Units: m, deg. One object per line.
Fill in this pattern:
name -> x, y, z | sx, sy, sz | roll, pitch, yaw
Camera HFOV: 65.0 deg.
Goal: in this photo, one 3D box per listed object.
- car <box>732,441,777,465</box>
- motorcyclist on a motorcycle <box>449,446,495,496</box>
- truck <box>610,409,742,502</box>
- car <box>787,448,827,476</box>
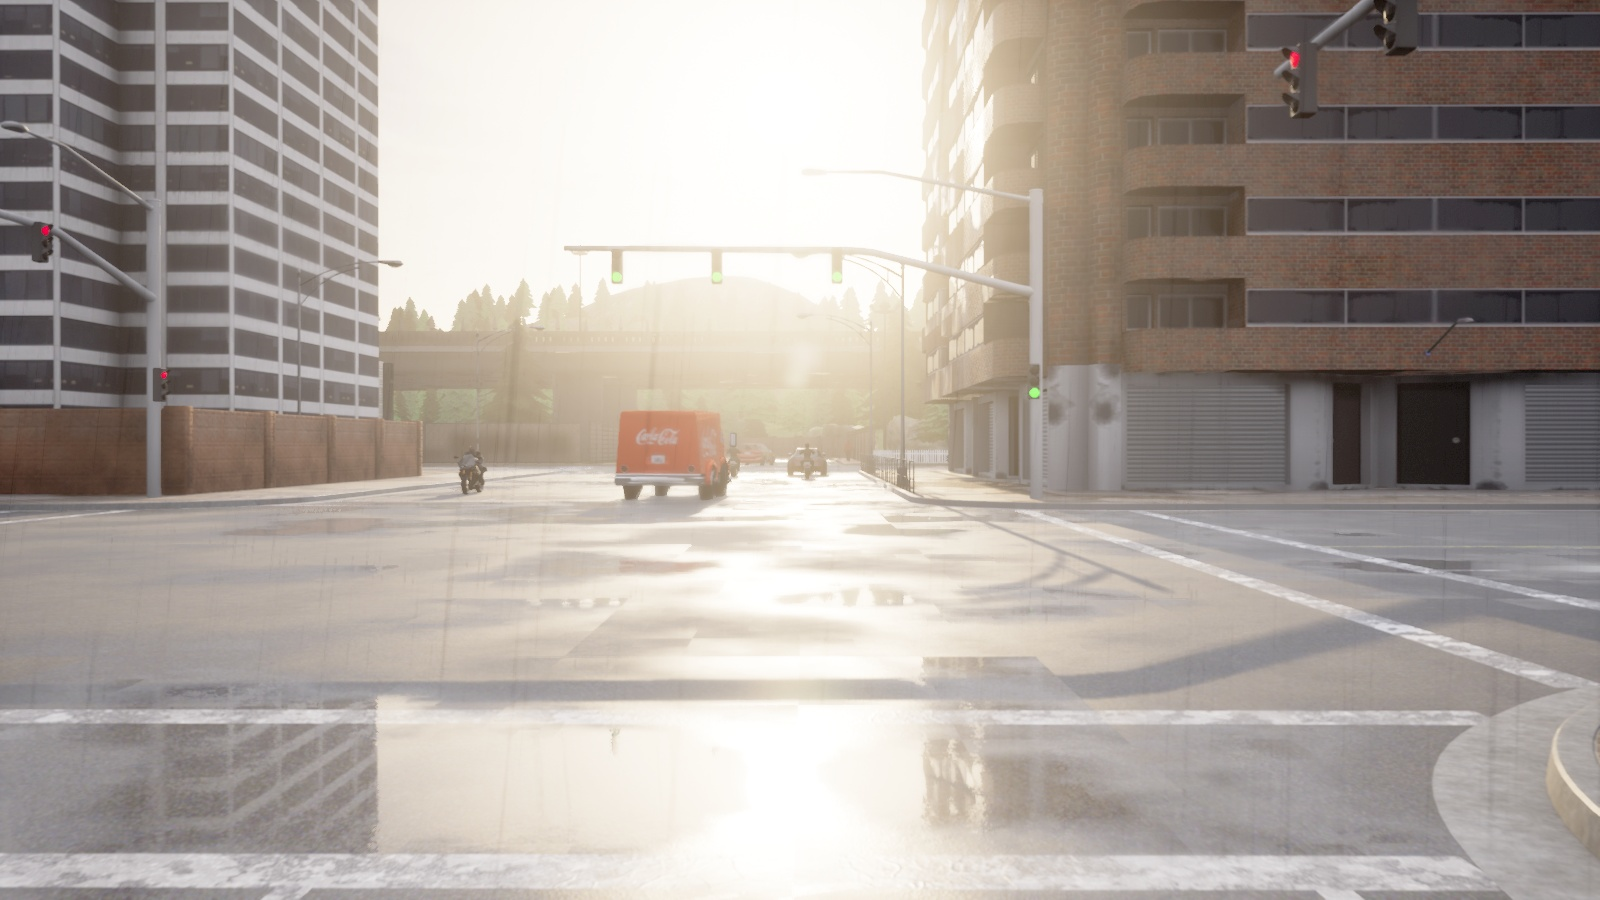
car -> -3.275, 0.243, 91.776 | 2.242, 1.667, 4.611 | 0, 0, 11
motorcyclist on a motorcycle -> -10.268, 0.632, 39.357 | 0.866, 1.530, 2.191 | 0, 0, 0
truck -> -3.429, 0.127, 35.978 | 2.627, 2.467, 5.204 | 0, 0, 8
car -> 0.365, 0.582, 63.732 | 1.994, 1.385, 4.181 | 0, 0, 0
